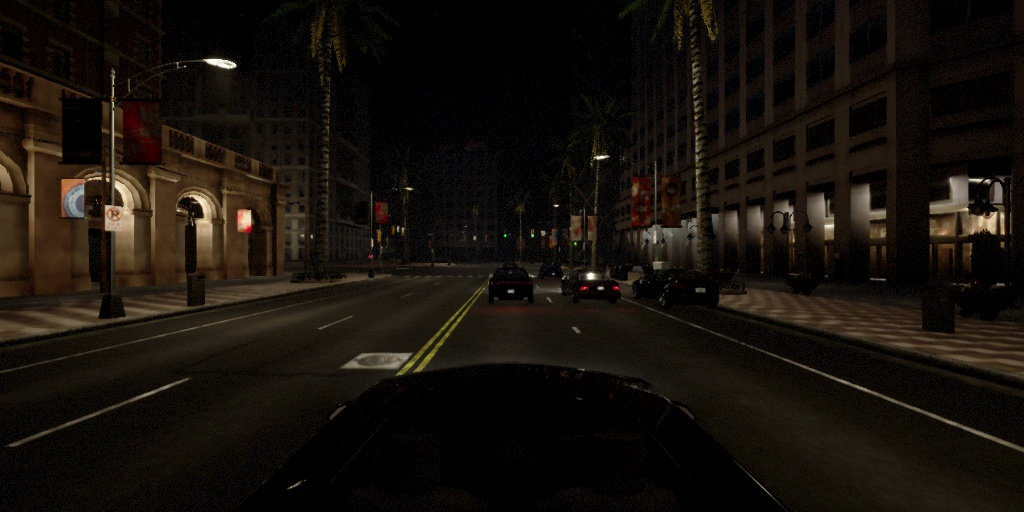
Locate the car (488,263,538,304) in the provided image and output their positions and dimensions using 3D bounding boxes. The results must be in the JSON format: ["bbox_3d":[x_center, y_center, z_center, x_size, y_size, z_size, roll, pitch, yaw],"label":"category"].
[{"bbox_3d":[-0.054,1.232,16.481,1.882,1.535,5.008,0,0,0],"label":"car"}]

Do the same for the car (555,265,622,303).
[{"bbox_3d":[3.446,1.310,16.501,2.033,1.411,5.357,0,0,0],"label":"car"}]

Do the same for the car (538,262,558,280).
[{"bbox_3d":[3.363,1.280,31.501,1.812,1.442,4.674,0,0,0],"label":"car"}]
